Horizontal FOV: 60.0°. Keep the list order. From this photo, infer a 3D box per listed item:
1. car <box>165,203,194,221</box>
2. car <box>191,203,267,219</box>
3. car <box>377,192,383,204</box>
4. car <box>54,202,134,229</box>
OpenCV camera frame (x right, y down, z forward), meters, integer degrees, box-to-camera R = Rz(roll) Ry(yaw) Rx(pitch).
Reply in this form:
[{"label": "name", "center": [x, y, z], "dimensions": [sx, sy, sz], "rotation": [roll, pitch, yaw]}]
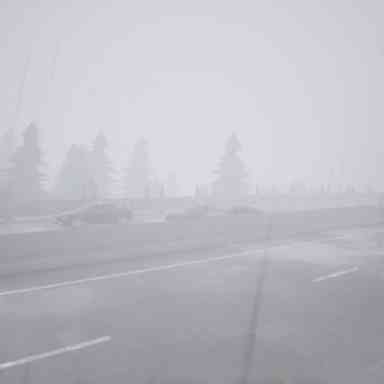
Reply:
[{"label": "car", "center": [0.361, 1.411, 21.441], "dimensions": [4.181, 1.385, 1.994], "rotation": [-1, 1, -35]}, {"label": "car", "center": [2.392, 1.411, 18.592], "dimensions": [4.181, 1.385, 1.994], "rotation": [-1, 1, -35]}, {"label": "car", "center": [27.338, 0.572, 44.946], "dimensions": [5.566, 2.045, 2.150], "rotation": [-1, 1, -35]}, {"label": "car", "center": [-6.125, 1.427, 21.116], "dimensions": [4.892, 1.490, 1.837], "rotation": [-1, 1, -35]}]
